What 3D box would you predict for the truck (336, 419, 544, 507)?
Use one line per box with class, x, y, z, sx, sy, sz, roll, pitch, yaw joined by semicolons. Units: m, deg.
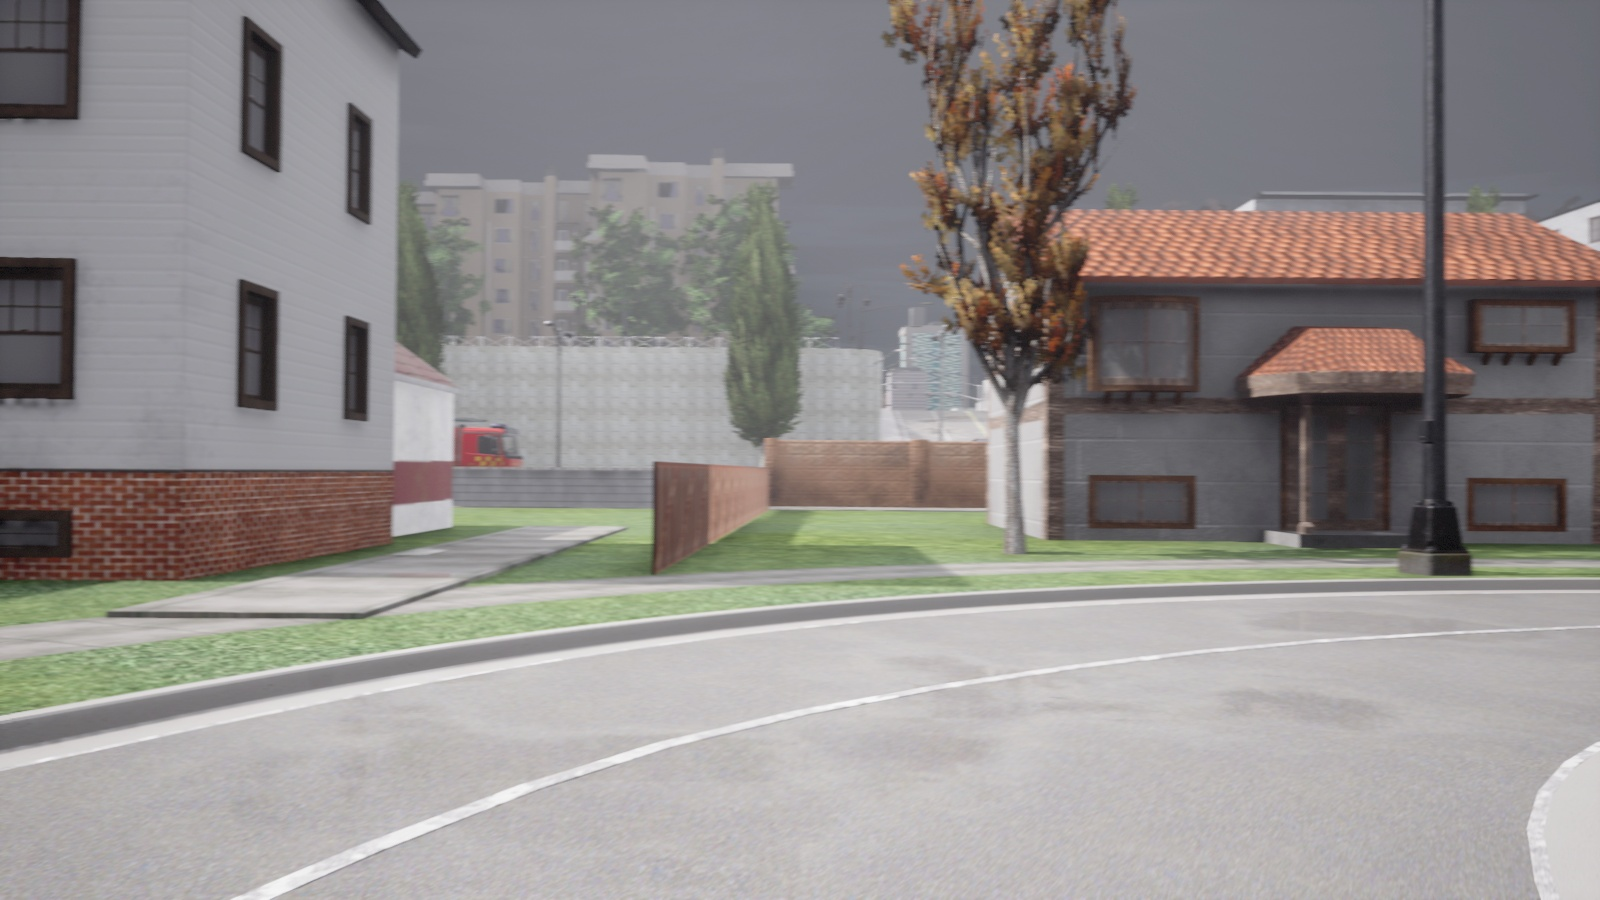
truck;-15.967;0.602;56.093;8.468;3.827;2.891;0;-1;1
